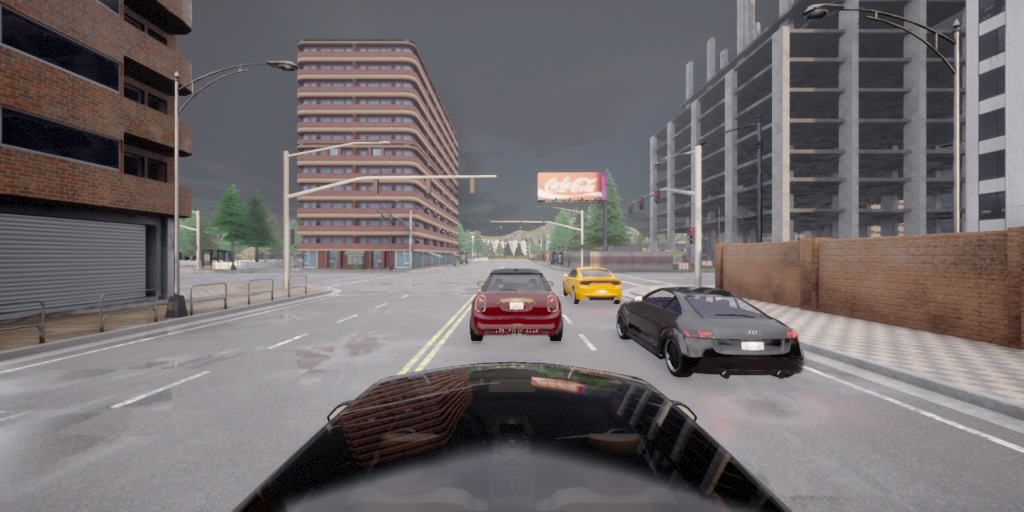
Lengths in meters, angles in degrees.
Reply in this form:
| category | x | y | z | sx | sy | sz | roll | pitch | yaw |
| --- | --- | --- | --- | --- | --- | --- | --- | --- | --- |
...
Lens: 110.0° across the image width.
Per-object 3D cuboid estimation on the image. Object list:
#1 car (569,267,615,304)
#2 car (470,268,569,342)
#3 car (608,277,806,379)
| category | x | y | z | sx | sy | sz | roll | pitch | yaw |
| --- | --- | --- | --- | --- | --- | --- | --- | --- | --- |
| car | 3.499 | 1.226 | 16.369 | 1.882 | 1.535 | 5.008 | 0 | 0 | 0 |
| car | 0.099 | 1.101 | 9.894 | 2.097 | 1.767 | 4.553 | 0 | 0 | 0 |
| car | 3.597 | 1.314 | 7.367 | 1.994 | 1.385 | 4.181 | 0 | 0 | 0 |
